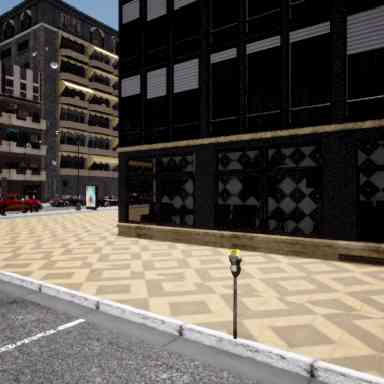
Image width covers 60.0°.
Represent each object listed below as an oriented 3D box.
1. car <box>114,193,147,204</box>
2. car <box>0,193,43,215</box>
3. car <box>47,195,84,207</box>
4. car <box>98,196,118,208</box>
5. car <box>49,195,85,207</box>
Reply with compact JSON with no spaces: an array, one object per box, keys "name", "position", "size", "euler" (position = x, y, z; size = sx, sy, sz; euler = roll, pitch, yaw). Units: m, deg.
[{"name":"car","position":[-8.895,0.853,48.519],"size":[1.812,1.442,4.674],"euler":[0,1,35]},{"name":"car","position":[-15.642,1.029,28.813],"size":[2.192,1.841,5.009],"euler":[1,2,35]},{"name":"car","position":[-16.166,1.074,42.663],"size":[1.802,1.307,4.206],"euler":[1,2,35]},{"name":"car","position":[-9.271,1.072,37.901],"size":[1.947,1.339,4.313],"euler":[1,2,35]},{"name":"car","position":[-14.699,1.082,40.274],"size":[1.994,1.385,4.181],"euler":[0,1,35]}]
